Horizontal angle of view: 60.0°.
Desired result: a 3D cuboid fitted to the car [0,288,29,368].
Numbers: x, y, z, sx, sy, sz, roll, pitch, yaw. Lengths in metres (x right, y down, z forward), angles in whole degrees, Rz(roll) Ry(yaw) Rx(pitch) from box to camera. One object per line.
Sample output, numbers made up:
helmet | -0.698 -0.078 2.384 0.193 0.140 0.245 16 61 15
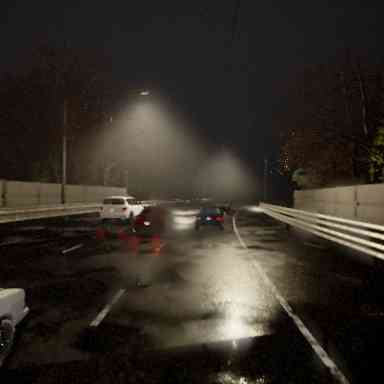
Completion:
car | -3.330 1.599 2.725 1.895 1.301 4.718 0 0 1

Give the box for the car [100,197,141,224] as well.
car | -5.372 1.384 26.202 2.150 2.045 5.566 0 -1 6

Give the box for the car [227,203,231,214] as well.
car | 3.872 1.987 41.515 1.895 1.301 4.718 0 -1 10

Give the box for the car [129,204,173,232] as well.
car | -2.351 1.643 21.170 1.812 1.442 4.674 0 -1 5

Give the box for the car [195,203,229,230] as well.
car | 1.267 1.692 22.504 2.033 1.411 5.357 0 -1 6
